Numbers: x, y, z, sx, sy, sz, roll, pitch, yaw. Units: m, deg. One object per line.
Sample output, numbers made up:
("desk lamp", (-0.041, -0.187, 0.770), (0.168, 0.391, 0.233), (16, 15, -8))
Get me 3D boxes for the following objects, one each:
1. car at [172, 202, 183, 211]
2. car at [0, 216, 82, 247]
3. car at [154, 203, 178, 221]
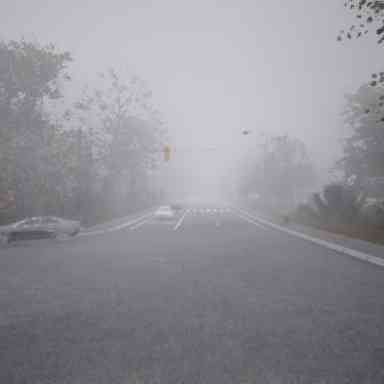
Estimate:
("car", (-2.493, 2.283, 52.245), (1.895, 1.301, 4.718), (0, 0, 2))
("car", (-8.744, 2.111, 18.626), (4.902, 1.511, 2.128), (-1, -1, -23))
("car", (-2.879, 2.245, 35.438), (1.812, 1.442, 4.674), (0, 0, 1))
